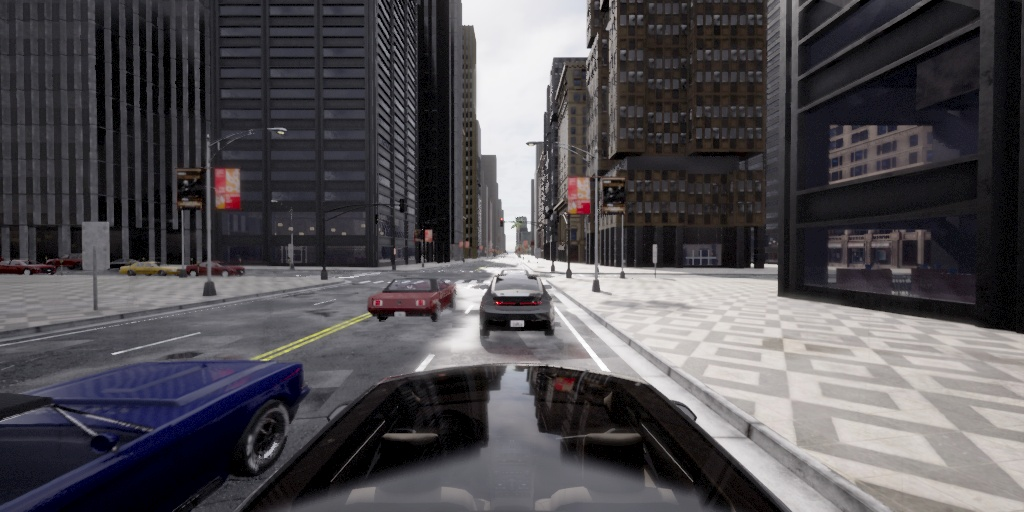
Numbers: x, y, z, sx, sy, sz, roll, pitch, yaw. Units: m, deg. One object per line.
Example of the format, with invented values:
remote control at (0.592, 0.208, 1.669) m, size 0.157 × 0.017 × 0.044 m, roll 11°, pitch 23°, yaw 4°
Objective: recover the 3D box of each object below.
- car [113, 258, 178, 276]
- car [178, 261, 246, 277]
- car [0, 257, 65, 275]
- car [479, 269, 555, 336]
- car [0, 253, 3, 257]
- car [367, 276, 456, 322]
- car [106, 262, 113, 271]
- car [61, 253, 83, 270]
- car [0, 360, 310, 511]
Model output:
car at (-31.417, 1.083, 31.463) m, size 4.829 × 1.417 × 1.751 m, roll 0°, pitch 0°, yaw 0°
car at (-25.962, 1.148, 31.482) m, size 4.507 × 1.381 × 1.888 m, roll 0°, pitch 0°, yaw 0°
car at (-42.837, 1.007, 31.424) m, size 4.507 × 1.381 × 1.888 m, roll 0°, pitch 0°, yaw 0°
car at (0.123, 1.252, 10.362) m, size 1.837 × 1.490 × 4.892 m, roll 0°, pitch 0°, yaw 0°
car at (-48.462, 0.726, 31.405) m, size 5.009 × 1.841 × 2.192 m, roll 0°, pitch 0°, yaw 0°
car at (-3.128, 1.347, 12.302) m, size 1.895 × 1.301 × 4.718 m, roll 0°, pitch 0°, yaw 0°
car at (-42.863, 0.924, 39.949) m, size 4.313 × 1.339 × 1.948 m, roll 0°, pitch 0°, yaw 0°
car at (-48.488, 0.623, 39.930) m, size 5.009 × 1.841 × 2.192 m, roll 0°, pitch 0°, yaw 0°
car at (-3.147, 1.351, 1.784) m, size 1.895 × 1.301 × 4.718 m, roll 0°, pitch 0°, yaw 0°
